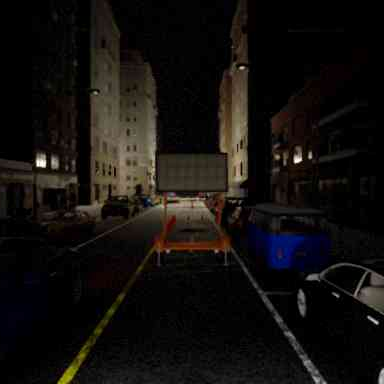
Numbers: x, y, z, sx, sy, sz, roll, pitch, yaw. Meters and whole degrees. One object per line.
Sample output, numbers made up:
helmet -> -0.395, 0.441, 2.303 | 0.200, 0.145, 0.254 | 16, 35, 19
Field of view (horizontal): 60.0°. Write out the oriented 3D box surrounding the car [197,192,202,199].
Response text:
car -> 2.764, 0.906, 82.553 | 1.967, 1.590, 4.097 | 0, 0, 0

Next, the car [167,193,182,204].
car -> -2.949, 1.263, 54.655 | 1.895, 1.301, 4.718 | 0, 0, 0

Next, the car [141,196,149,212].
car -> -5.820, 1.357, 32.677 | 2.008, 1.369, 4.403 | 0, 0, 0

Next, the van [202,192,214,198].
van -> 2.726, 1.039, 49.688 | 1.690, 1.788, 3.998 | 0, 0, 0

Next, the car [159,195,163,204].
car -> -5.800, 1.224, 49.514 | 1.752, 1.417, 4.829 | 0, 0, 0

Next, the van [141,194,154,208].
van -> -5.814, 1.113, 38.344 | 1.690, 1.788, 3.998 | 0, 0, 0

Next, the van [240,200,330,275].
van -> 2.679, 1.282, 10.003 | 1.690, 1.788, 3.998 | 0, 0, 0

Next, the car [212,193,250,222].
car -> 2.692, 1.189, 21.341 | 2.192, 1.841, 5.009 | 0, 0, 0

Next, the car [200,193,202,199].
car -> 2.732, 1.182, 55.529 | 1.752, 1.417, 4.829 | 0, 0, 0

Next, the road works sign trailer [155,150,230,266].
road works sign trailer -> 0.013, 0.397, 11.311 | 2.380, 3.560, 2.880 | 0, 0, 0

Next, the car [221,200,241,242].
car -> 2.686, 1.348, 15.673 | 1.967, 1.590, 4.097 | 0, 0, 0

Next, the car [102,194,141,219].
car -> -5.827, 1.155, 27.009 | 2.192, 1.841, 5.009 | 0, 0, 0

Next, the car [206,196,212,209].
car -> 2.705, 1.372, 32.681 | 1.947, 1.339, 4.313 | 0, 0, 0

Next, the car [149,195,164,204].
car -> -5.793, 1.208, 55.351 | 2.008, 1.369, 4.403 | 0, 0, 0

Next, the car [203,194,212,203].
car -> 2.719, 1.318, 44.020 | 1.802, 1.307, 4.206 | 0, 0, 0

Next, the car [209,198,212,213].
car -> 2.699, 1.406, 27.012 | 1.947, 1.339, 4.313 | 0, 0, 0

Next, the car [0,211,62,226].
car -> -5.846, 1.485, 10.005 | 1.887, 1.381, 4.507 | 0, 0, 0

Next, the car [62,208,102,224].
car -> -5.840, 1.434, 15.503 | 1.752, 1.417, 4.829 | 0, 0, 0

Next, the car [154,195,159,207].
car -> -5.807, 1.262, 43.844 | 1.752, 1.417, 4.829 | 0, 0, 0

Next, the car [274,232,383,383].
car -> 2.673, 1.525, 4.335 | 2.008, 1.369, 4.403 | 0, 0, 0

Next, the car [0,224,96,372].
car -> -3.094, 1.495, 5.099 | 1.812, 1.442, 4.674 | 0, 0, 0

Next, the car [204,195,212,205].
car -> 2.712, 1.323, 38.349 | 2.008, 1.369, 4.403 | 0, 0, 0
